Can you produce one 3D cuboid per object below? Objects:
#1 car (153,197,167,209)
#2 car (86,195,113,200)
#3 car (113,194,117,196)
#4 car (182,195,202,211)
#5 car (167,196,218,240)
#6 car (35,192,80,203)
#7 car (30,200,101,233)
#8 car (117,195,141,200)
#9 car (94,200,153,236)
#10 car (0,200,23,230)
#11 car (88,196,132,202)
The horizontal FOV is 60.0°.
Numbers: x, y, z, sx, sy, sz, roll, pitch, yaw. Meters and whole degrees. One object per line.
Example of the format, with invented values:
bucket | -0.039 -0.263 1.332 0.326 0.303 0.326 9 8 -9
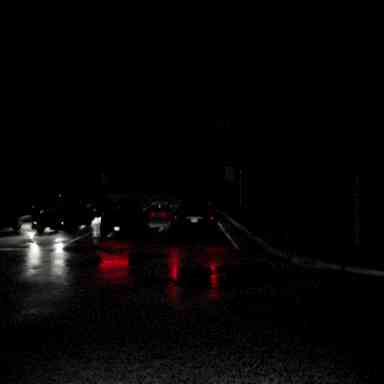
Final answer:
car | -3.541 1.274 38.059 1.895 1.301 4.718 0 1 -1
car | -10.592 1.182 36.532 2.128 1.511 4.902 0 1 -1
car | -10.909 1.086 46.755 1.812 1.442 4.674 0 1 -2
car | -0.032 1.174 37.354 2.128 1.511 4.902 0 1 -1
car | 0.100 1.229 16.297 2.097 1.767 4.553 0 0 0
car | -10.561 1.017 26.308 2.150 2.045 5.566 0 1 0
car | -7.093 1.404 19.009 2.033 1.411 5.357 0 0 0
car | -7.157 1.203 39.504 2.033 1.411 5.357 0 1 -1
car | -3.400 1.374 17.433 1.837 1.490 4.892 0 0 0
car | -10.593 1.225 16.867 2.097 1.767 4.553 0 0 0
car | -7.046 1.317 29.077 2.033 1.411 5.357 0 1 1
